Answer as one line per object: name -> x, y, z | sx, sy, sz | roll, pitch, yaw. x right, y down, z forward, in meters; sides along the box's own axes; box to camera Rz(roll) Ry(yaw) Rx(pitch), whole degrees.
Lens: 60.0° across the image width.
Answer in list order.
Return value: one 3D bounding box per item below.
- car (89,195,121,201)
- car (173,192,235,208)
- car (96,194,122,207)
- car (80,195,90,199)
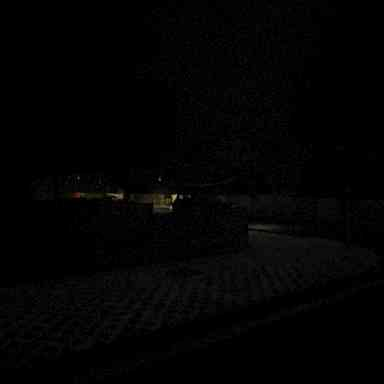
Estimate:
car -> -10.325, 1.242, 39.800 | 1.812, 1.442, 4.674 | 0, 1, -35
car -> 0.750, 1.033, 24.220 | 2.150, 2.045, 5.566 | 0, 0, -35
car -> -11.643, 1.146, 46.614 | 1.882, 1.535, 5.008 | 0, 1, -35
car -> -17.538, 1.173, 54.801 | 2.033, 1.411, 5.357 | 0, 1, -35
